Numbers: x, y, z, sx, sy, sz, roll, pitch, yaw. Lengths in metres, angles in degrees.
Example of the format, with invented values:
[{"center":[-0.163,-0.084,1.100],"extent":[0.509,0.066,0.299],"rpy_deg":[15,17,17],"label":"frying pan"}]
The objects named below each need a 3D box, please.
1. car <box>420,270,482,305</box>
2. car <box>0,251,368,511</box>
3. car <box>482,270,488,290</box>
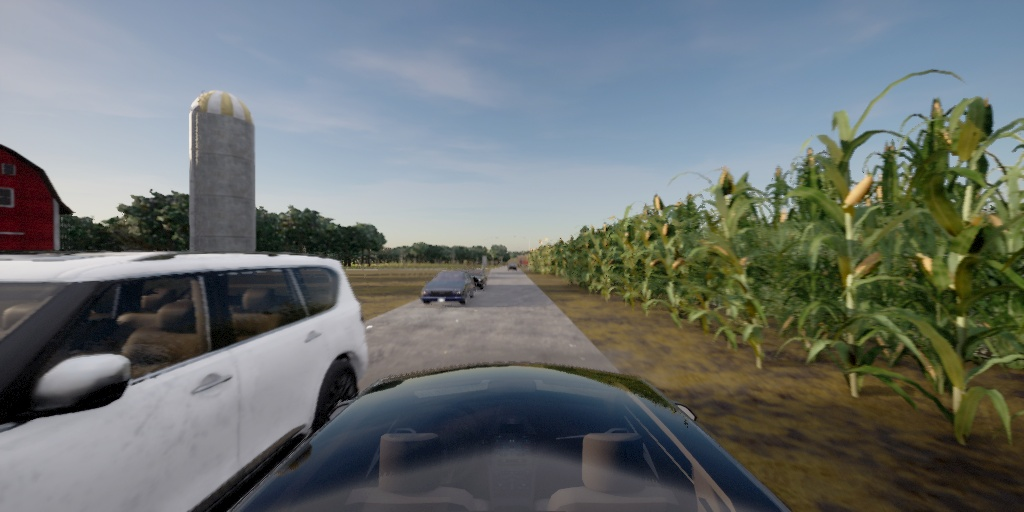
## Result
[{"center":[-2.820,1.419,16.985],"extent":[2.033,1.411,5.357],"rpy_deg":[0,-1,0],"label":"car"},{"center":[-2.843,0.975,2.260],"extent":[2.150,2.045,5.566],"rpy_deg":[0,0,-1],"label":"car"},{"center":[-2.737,1.618,24.669],"extent":[1.895,1.301,4.718],"rpy_deg":[0,-1,0],"label":"car"}]
